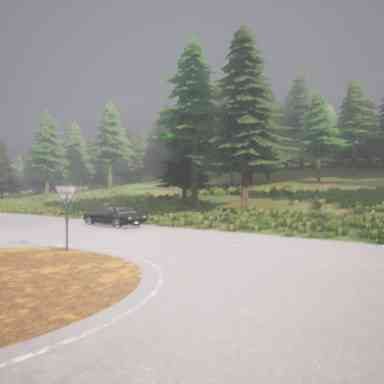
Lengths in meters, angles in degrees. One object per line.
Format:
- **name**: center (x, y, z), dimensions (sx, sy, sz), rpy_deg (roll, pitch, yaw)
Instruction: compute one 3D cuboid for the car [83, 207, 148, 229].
- **car**: center (-5.254, 1.655, 22.396), dimensions (4.718, 1.301, 1.895), rpy_deg (0, 0, 37)
